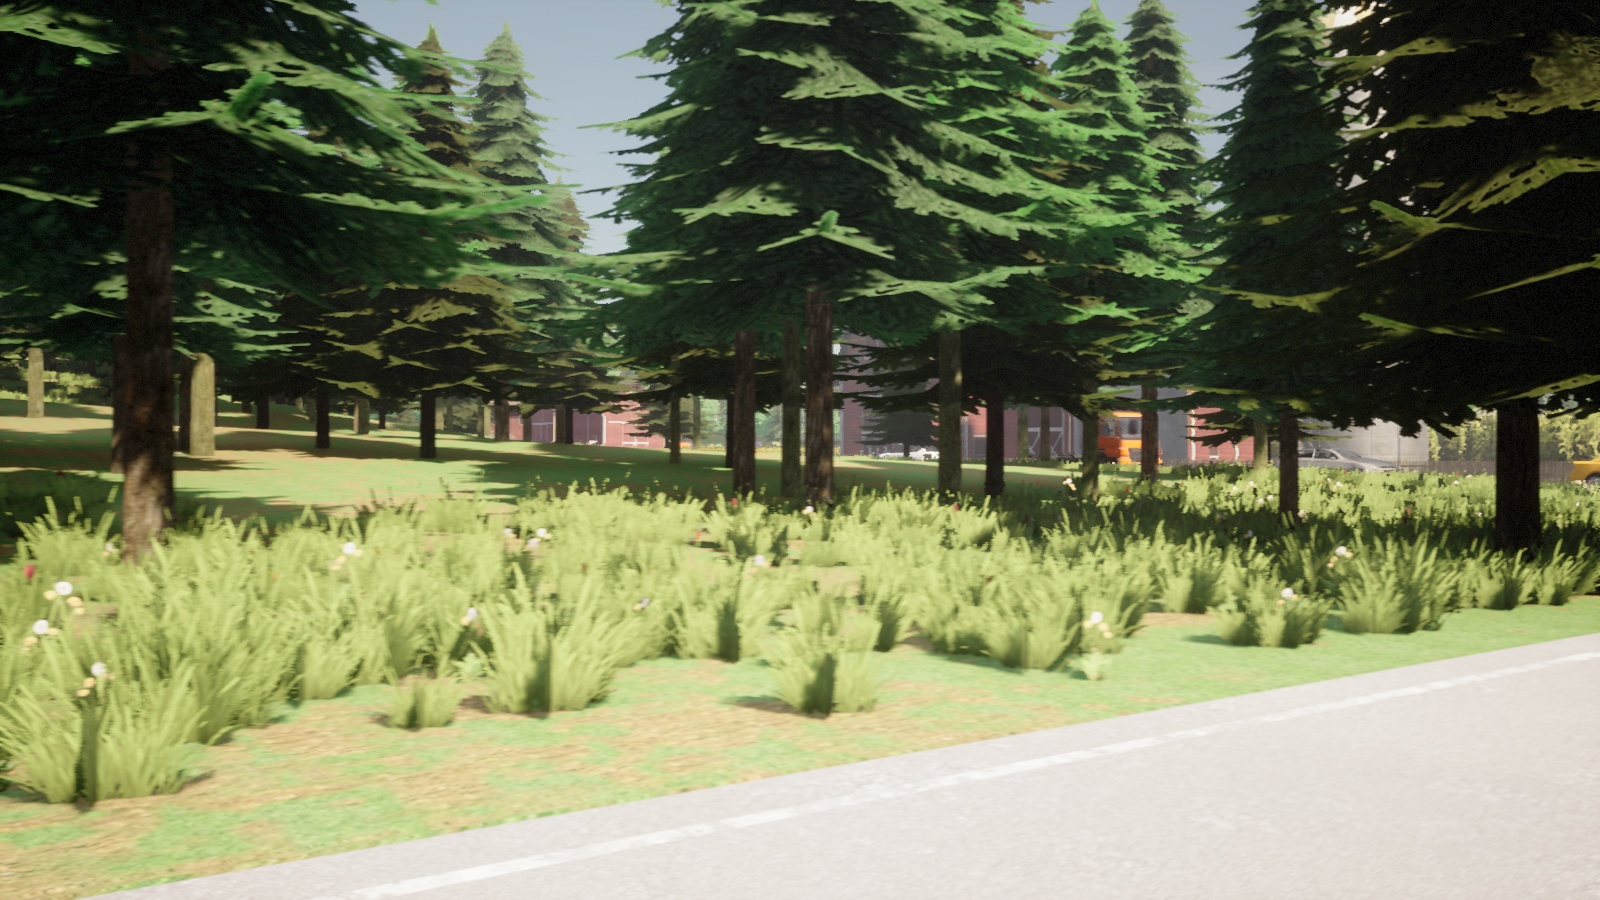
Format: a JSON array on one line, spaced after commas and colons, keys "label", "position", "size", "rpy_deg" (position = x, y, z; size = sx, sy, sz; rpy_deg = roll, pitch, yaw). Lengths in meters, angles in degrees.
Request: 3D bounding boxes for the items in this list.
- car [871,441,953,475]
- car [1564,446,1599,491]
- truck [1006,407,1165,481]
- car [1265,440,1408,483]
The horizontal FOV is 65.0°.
[{"label": "car", "position": [7.046, 0.504, 79.501], "size": [2.150, 2.045, 5.566], "rpy_deg": [0, 0, -34]}, {"label": "car", "position": [28.538, 0.625, 41.778], "size": [1.882, 1.535, 5.008], "rpy_deg": [0, 0, -34]}, {"label": "truck", "position": [14.147, -0.253, 62.878], "size": [2.891, 3.462, 7.936], "rpy_deg": [0, 0, -34]}, {"label": "car", "position": [21.919, 0.463, 51.482], "size": [2.152, 1.651, 5.027], "rpy_deg": [0, 0, -34]}]
